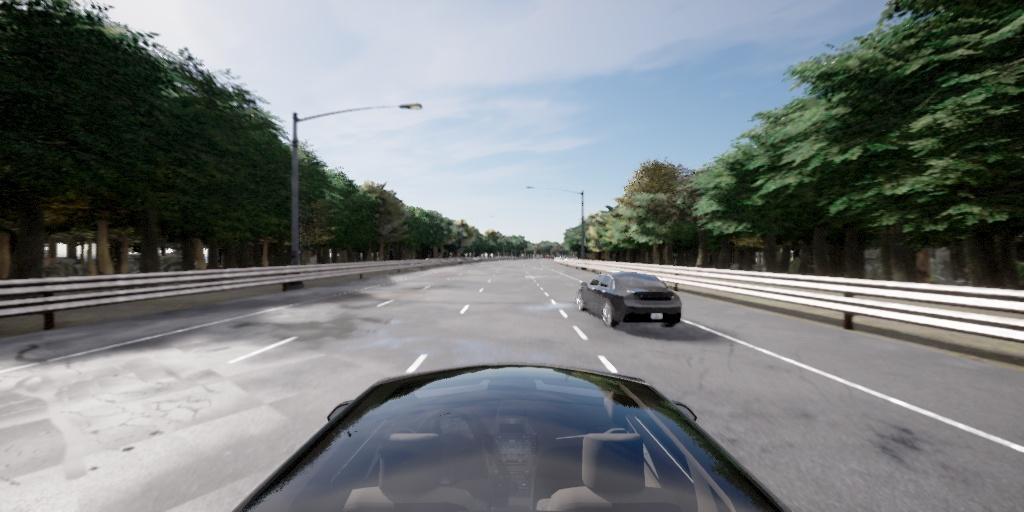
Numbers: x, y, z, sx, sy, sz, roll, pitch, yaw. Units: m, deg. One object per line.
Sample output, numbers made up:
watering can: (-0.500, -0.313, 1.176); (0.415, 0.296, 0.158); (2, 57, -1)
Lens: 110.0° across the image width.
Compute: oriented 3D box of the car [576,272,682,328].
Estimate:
car: (3.415, 1.253, 11.324); (1.837, 1.490, 4.892); (1, 0, -4)
